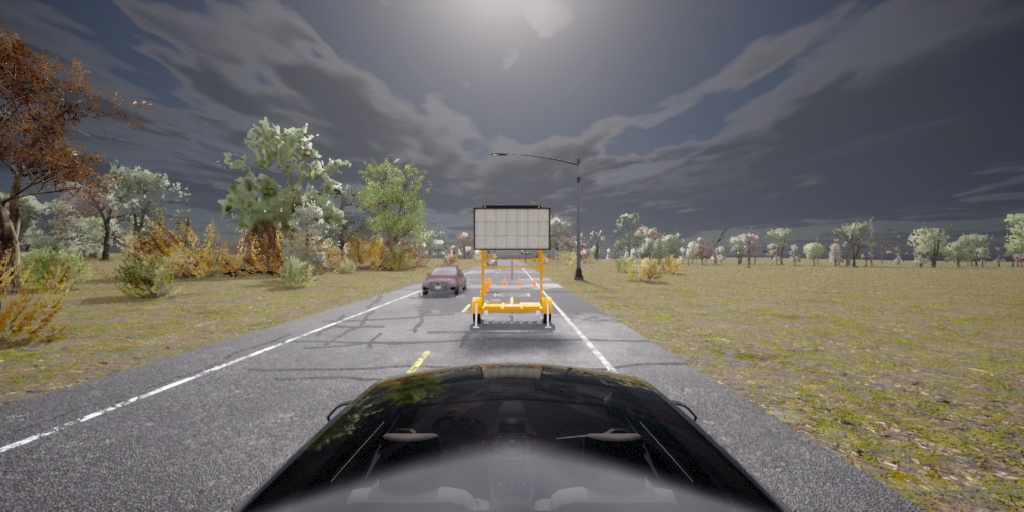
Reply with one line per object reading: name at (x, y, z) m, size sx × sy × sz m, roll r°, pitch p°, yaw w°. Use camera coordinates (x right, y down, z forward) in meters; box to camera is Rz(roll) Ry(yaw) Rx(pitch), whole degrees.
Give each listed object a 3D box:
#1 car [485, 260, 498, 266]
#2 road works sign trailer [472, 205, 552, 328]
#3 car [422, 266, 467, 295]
car at (-3.558, 1.280, 62.742) m, size 2.128 × 1.511 × 4.902 m, roll 0°, pitch 0°, yaw 0°
road works sign trailer at (0.002, 0.216, 11.344) m, size 2.380 × 3.560 × 2.880 m, roll 0°, pitch 0°, yaw 0°
car at (-3.597, 1.279, 19.746) m, size 1.812 × 1.442 × 4.674 m, roll 0°, pitch 0°, yaw 0°
